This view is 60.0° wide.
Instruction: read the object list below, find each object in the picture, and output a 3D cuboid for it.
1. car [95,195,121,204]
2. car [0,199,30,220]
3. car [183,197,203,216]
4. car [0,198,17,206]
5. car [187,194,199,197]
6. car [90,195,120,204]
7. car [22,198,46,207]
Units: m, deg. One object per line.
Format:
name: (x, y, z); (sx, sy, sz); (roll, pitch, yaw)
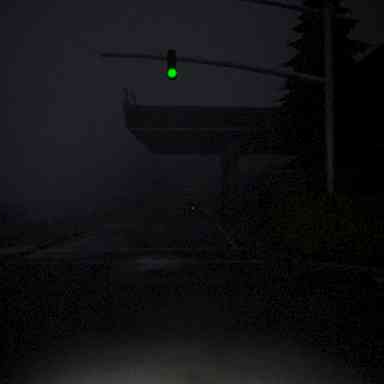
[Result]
car: (-16.482, 1.453, 65.218); (4.514, 1.523, 2.007); (-1, 0, 0)
car: (-16.181, 1.614, 27.825); (3.806, 1.475, 1.970); (-1, 0, 0)
car: (0.105, 1.485, 32.111); (2.033, 1.411, 5.357); (-1, 0, 0)
car: (-35.076, 1.850, 62.131); (3.806, 1.475, 1.970); (-1, 0, 0)
car: (0.124, 1.175, 61.336); (2.097, 1.767, 4.553); (-1, 0, 0)
car: (-16.414, 1.455, 62.081); (5.027, 1.636, 2.152); (-1, 0, 0)
car: (-24.024, 1.629, 50.195); (3.633, 1.501, 1.845); (-1, 0, 0)
